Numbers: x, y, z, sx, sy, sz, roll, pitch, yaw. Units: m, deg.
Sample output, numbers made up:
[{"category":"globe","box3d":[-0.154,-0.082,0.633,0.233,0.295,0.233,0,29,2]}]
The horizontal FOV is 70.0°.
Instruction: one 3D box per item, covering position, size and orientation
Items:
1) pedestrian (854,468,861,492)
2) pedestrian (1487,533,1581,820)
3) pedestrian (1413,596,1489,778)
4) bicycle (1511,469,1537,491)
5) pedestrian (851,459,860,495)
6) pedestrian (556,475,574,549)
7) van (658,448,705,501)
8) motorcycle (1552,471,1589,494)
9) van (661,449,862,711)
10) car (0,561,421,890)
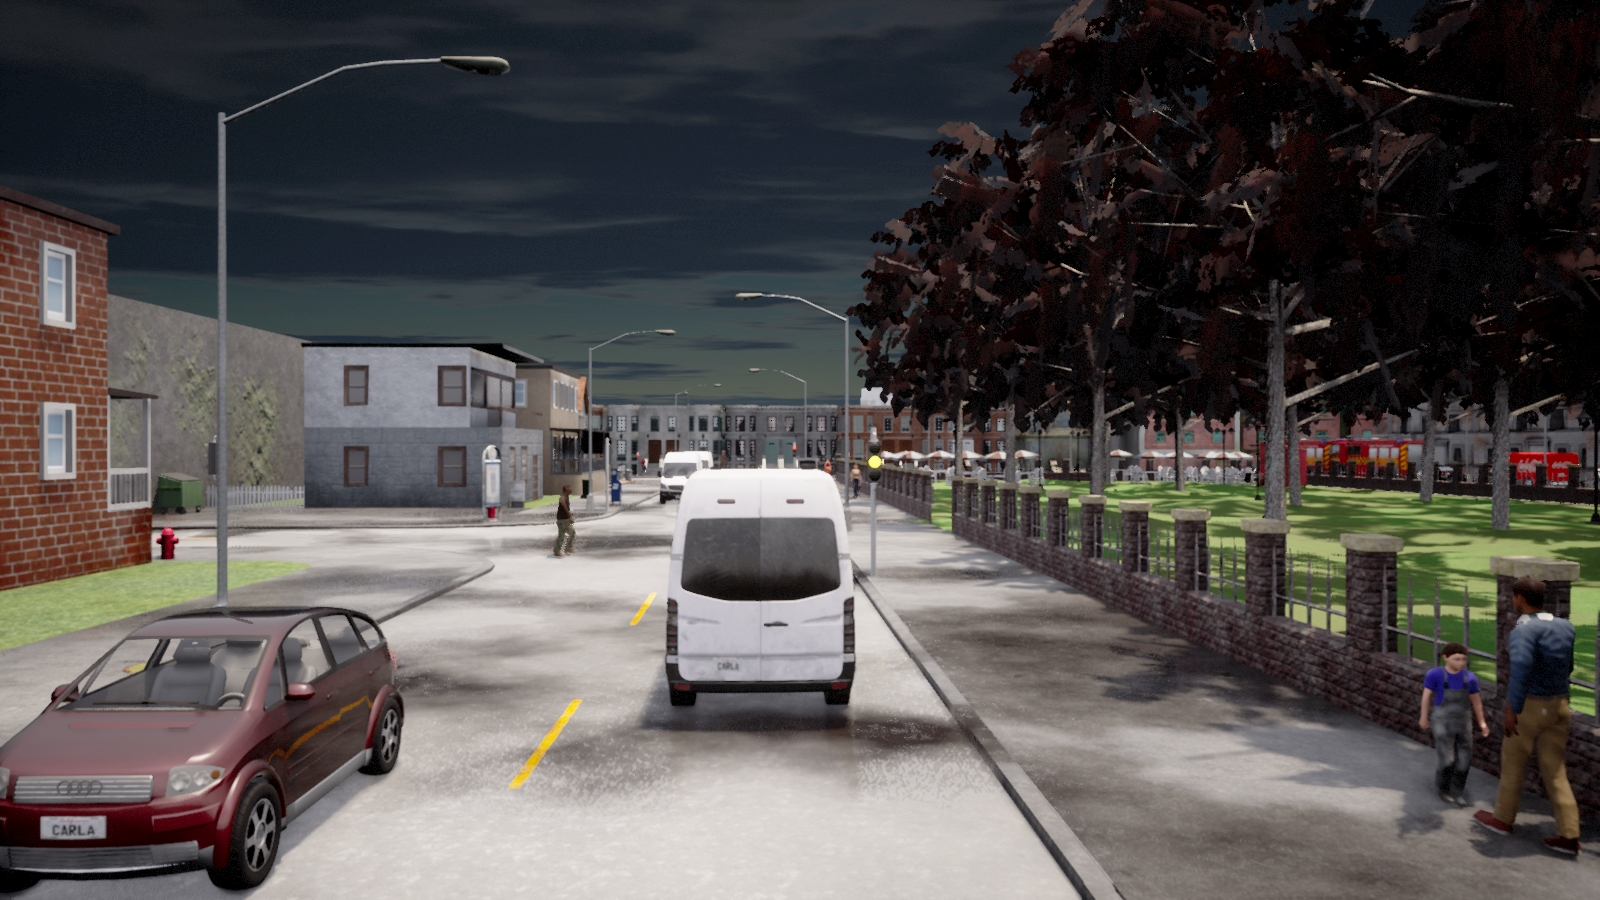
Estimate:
[{"category":"pedestrian","box3d":[3.194,1.660,63.168,0.375,1.300,0.375,0,0,-2]},{"category":"pedestrian","box3d":[4.964,1.506,7.735,0.375,1.860,0.375,0,0,-11]},{"category":"pedestrian","box3d":[4.932,1.783,8.673,0.375,1.300,0.375,0,0,4]},{"category":"bicycle","box3d":[43.015,1.788,67.877,0.329,1.271,1.835,0,0,-2]},{"category":"pedestrian","box3d":[2.855,1.389,59.115,0.375,1.860,0.375,0,0,-10]},{"category":"pedestrian","box3d":[-5.951,1.560,28.908,0.375,1.860,0.375,0,0,-2]},{"category":"van","box3d":[-6.007,1.180,58.611,1.988,2.561,5.915,0,0,-2]},{"category":"motorcycle","box3d":[43.123,1.819,63.961,0.856,1.236,1.805,0,0,-2]},{"category":"van","box3d":[-0.491,1.280,14.250,1.988,2.561,5.915,0,0,-2]},{"category":"car","box3d":[-4.285,1.783,8.507,1.789,1.549,3.705,0,0,-2]}]
